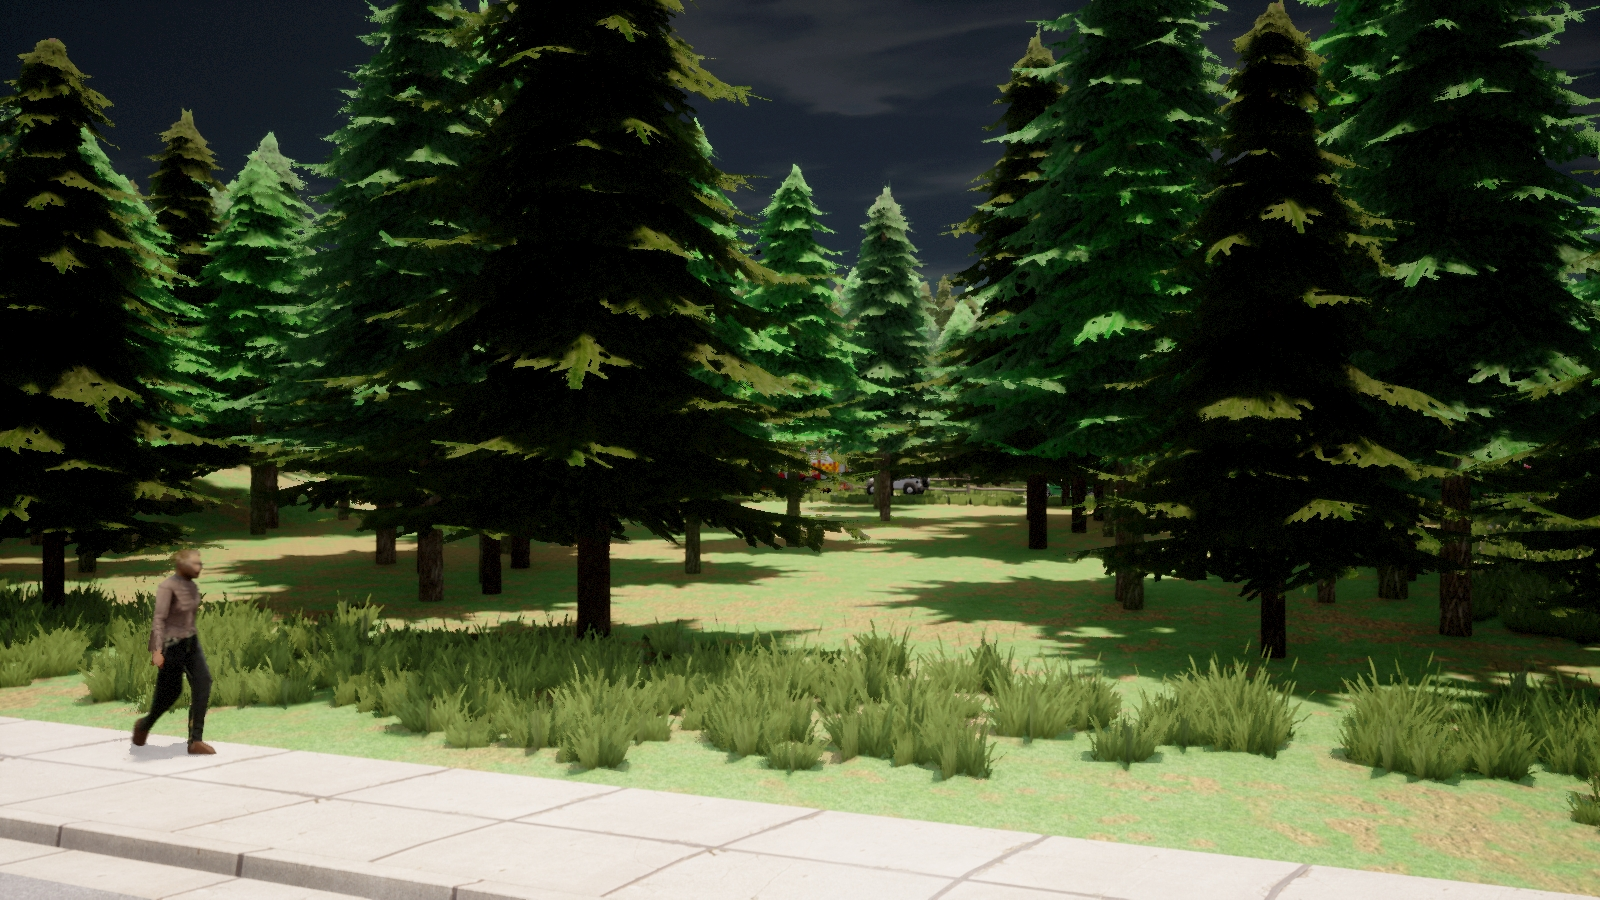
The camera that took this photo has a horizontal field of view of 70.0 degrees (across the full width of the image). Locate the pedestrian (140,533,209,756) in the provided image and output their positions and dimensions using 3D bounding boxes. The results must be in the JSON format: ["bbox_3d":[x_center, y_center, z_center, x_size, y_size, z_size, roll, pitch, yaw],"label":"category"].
[{"bbox_3d":[-5.440,1.673,9.946,0.375,1.860,0.375,0,0,14],"label":"pedestrian"}]
